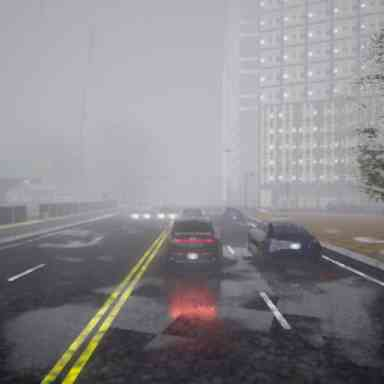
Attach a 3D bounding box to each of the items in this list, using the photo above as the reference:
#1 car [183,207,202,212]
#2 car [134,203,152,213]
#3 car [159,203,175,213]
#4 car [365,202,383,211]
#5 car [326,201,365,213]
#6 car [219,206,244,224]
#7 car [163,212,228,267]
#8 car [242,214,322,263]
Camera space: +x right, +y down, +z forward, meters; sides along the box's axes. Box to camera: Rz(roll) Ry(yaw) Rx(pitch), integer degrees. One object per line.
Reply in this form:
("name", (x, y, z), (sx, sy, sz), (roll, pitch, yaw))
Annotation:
("car", (0.029, 1.859, 25.130), (2.033, 1.411, 5.357), (0, -1, 0))
("car", (-6.529, 2.168, 44.682), (1.895, 1.301, 4.718), (0, -1, 1))
("car", (-3.279, 2.168, 44.672), (1.895, 1.301, 4.718), (0, -1, 1))
("car", (31.053, 2.439, 56.038), (4.403, 1.369, 2.008), (0, 1, 20))
("car", (23.019, 2.292, 50.586), (5.009, 1.841, 2.192), (0, 1, 20))
("car", (3.302, 1.874, 28.050), (1.812, 1.442, 4.674), (0, 0, 0))
("car", (0.044, 1.648, 11.898), (1.837, 1.490, 4.892), (0, -2, 0))
("car", (3.300, 1.719, 12.597), (1.994, 1.385, 4.181), (0, -1, 0))
